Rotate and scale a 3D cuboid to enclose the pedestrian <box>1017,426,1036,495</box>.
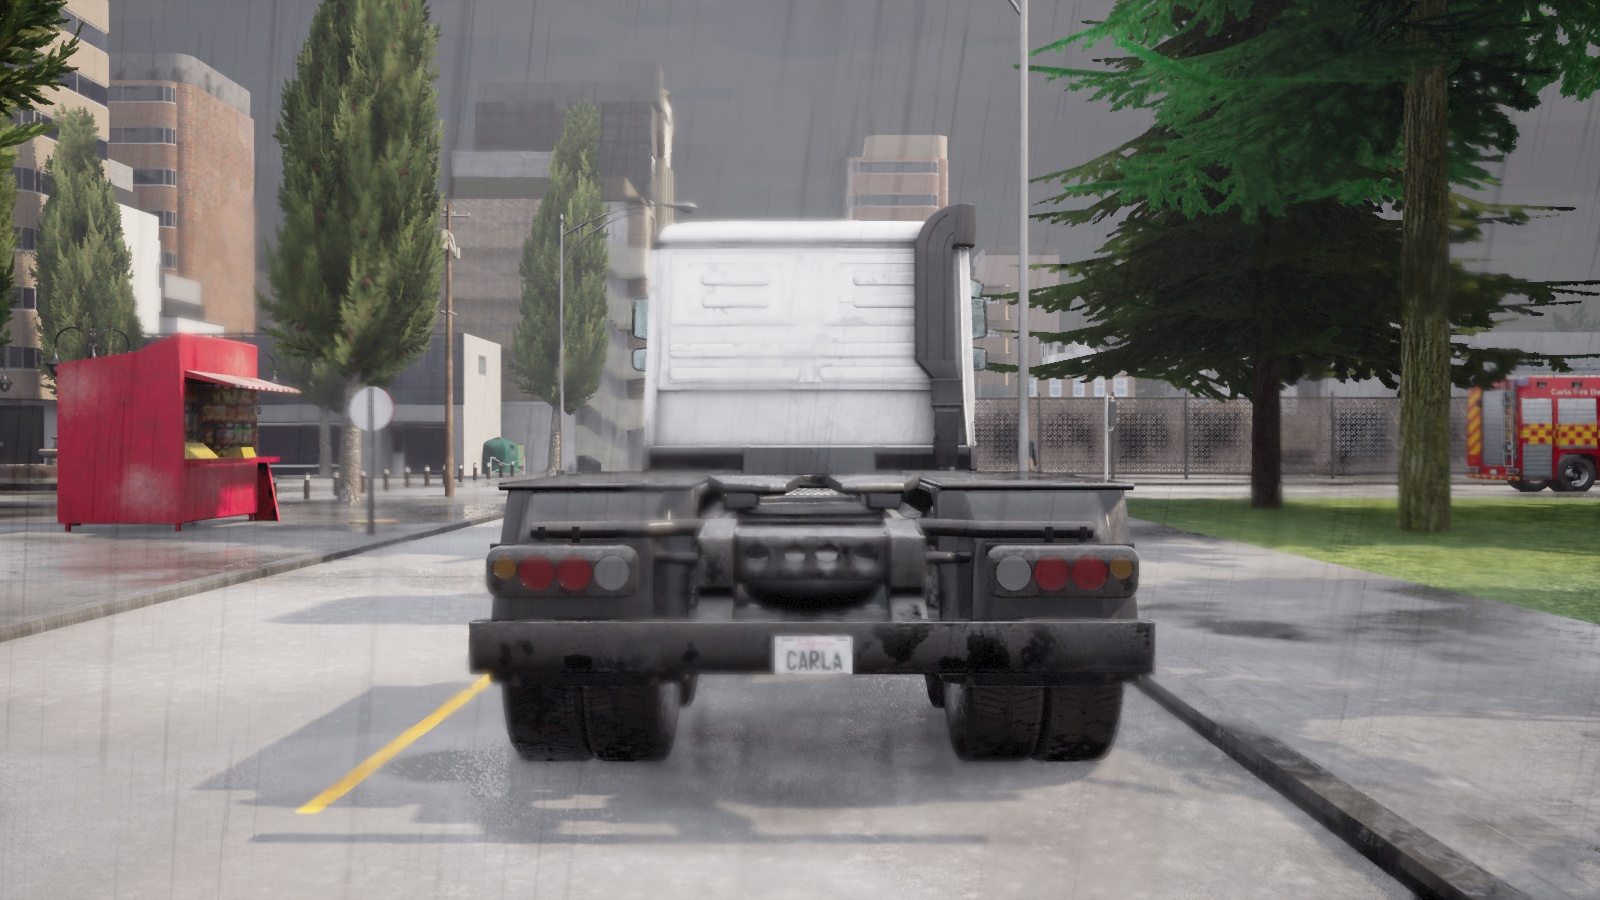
[{"bbox_3d":[6.121,0.270,33.908,0.370,1.835,0.726,0,0,0],"label":"pedestrian"}]

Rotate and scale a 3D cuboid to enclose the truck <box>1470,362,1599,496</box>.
[{"bbox_3d":[24.945,-0.609,37.322,8.468,3.827,2.891,0,0,0],"label":"truck"}]

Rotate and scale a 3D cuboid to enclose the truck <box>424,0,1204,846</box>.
[{"bbox_3d":[0.072,-0.284,8.629,2.891,3.462,7.936,0,0,0],"label":"truck"}]
